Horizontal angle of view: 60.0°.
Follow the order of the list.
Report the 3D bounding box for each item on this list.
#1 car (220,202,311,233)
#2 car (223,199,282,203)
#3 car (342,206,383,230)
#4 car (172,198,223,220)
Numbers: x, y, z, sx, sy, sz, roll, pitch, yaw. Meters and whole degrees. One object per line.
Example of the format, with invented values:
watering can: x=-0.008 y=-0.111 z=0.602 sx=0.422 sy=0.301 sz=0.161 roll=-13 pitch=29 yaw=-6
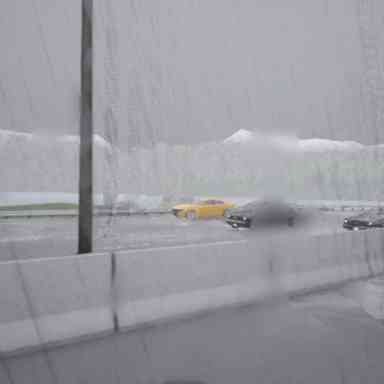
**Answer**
car: x=4.218 y=1.422 z=18.419 sx=4.718 sy=1.301 sz=1.895 roll=0 pitch=1 yaw=-28
car: x=4.850 y=1.282 z=22.668 sx=4.892 sy=1.490 sz=1.837 roll=0 pitch=1 yaw=-27
car: x=10.551 y=1.454 z=17.744 sx=5.357 sy=1.411 sz=2.033 roll=0 pitch=1 yaw=-26
car: x=0.923 y=1.184 z=24.560 sx=5.008 sy=1.535 sz=1.882 roll=0 pitch=1 yaw=-28
